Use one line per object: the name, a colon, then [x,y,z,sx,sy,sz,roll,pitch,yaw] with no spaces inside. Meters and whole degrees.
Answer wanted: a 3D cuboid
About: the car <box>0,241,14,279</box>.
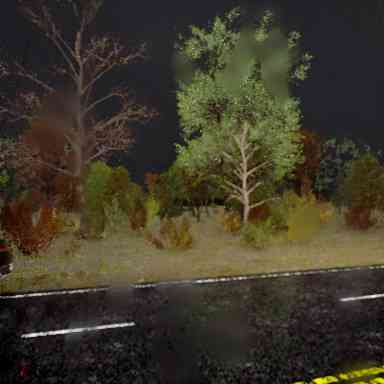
car: [-6.550,1.608,7.056,4.892,1.490,1.837,-3,-5,-18]
